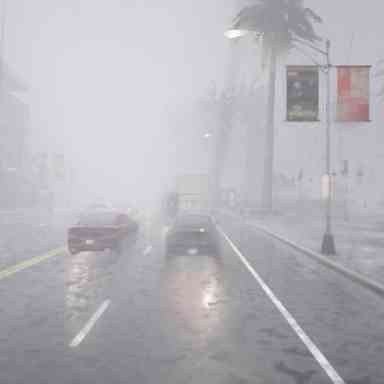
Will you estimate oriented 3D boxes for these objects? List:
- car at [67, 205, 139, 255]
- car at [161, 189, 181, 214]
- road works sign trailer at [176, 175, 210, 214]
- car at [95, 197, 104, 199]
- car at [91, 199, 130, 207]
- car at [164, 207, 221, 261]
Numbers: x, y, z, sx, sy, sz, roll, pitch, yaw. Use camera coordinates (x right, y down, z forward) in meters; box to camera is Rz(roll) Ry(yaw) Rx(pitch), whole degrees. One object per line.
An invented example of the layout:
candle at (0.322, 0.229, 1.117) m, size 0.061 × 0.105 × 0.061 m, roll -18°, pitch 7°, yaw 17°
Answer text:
car at (-3.444, 1.534, 13.710) m, size 1.882 × 1.535 × 5.008 m, roll 0°, pitch 0°, yaw 0°
car at (-1.712, 1.007, 26.028) m, size 1.535 × 1.882 × 5.008 m, roll -1°, pitch -4°, yaw 0°
road works sign trailer at (0.043, 0.562, 23.627) m, size 2.380 × 3.560 × 2.880 m, roll 0°, pitch 0°, yaw -1°
car at (-14.404, 1.566, 51.886) m, size 2.097 × 1.767 × 4.553 m, roll 0°, pitch 0°, yaw -19°
car at (-7.415, 1.619, 27.407) m, size 4.674 × 1.442 × 1.812 m, roll 1°, pitch 2°, yaw 31°
car at (0.046, 1.558, 12.566) m, size 1.837 × 1.490 × 4.892 m, roll 0°, pitch 0°, yaw 0°
